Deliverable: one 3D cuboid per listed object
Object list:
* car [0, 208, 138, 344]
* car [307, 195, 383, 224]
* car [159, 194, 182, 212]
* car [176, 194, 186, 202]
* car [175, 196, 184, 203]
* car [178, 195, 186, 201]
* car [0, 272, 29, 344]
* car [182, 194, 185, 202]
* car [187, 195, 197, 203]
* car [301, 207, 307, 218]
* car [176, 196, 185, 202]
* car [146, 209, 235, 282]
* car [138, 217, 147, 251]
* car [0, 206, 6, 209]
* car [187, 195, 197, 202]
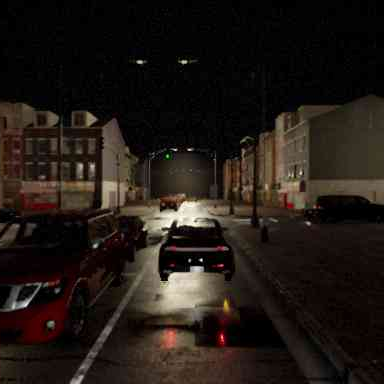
[{"bbox_3d":[-2.643,1.312,6.590,2.192,1.841,5.009,0,0,0],"label":"car"},{"bbox_3d":[11.674,1.241,24.217,5.566,2.045,2.150,0,0,5],"label":"car"},{"bbox_3d":[-2.635,1.314,38.434,2.192,1.841,5.009,0,0,0],"label":"car"},{"bbox_3d":[-2.624,1.360,81.849,2.192,1.841,5.009,0,0,0],"label":"car"},{"bbox_3d":[-2.625,1.555,70.825,1.752,1.417,4.829,0,0,0],"label":"car"},{"bbox_3d":[-2.622,1.494,87.276,1.967,1.590,4.097,0,0,0],"label":"car"},{"bbox_3d":[-2.643,1.544,1.156,1.887,1.381,4.507,0,0,0],"label":"car"},{"bbox_3d":[-2.632,1.321,49.288,2.192,1.841,5.009,0,0,0],"label":"car"},{"bbox_3d":[0.019,1.505,68.805,1.882,1.535,5.008,0,0,0],"label":"car"},{"bbox_3d":[11.354,1.479,26.795,5.008,1.535,1.882,0,0,0],"label":"car"},{"bbox_3d":[-2.623,1.603,76.422,1.947,1.339,4.313,0,0,0],"label":"car"},{"bbox_3d":[0.103,1.489,9.774,2.128,1.511,4.902,0,0,0],"label":"car"},{"bbox_3d":[-2.640,1.541,12.024,1.887,1.381,4.507,0,0,0],"label":"car"},{"bbox_3d":[-14.447,1.560,23.895,4.181,1.385,1.994,0,0,0],"label":"car"},{"bbox_3d":[0.021,1.566,79.253,2.128,1.511,4.902,0,0,0],"label":"car"}]
